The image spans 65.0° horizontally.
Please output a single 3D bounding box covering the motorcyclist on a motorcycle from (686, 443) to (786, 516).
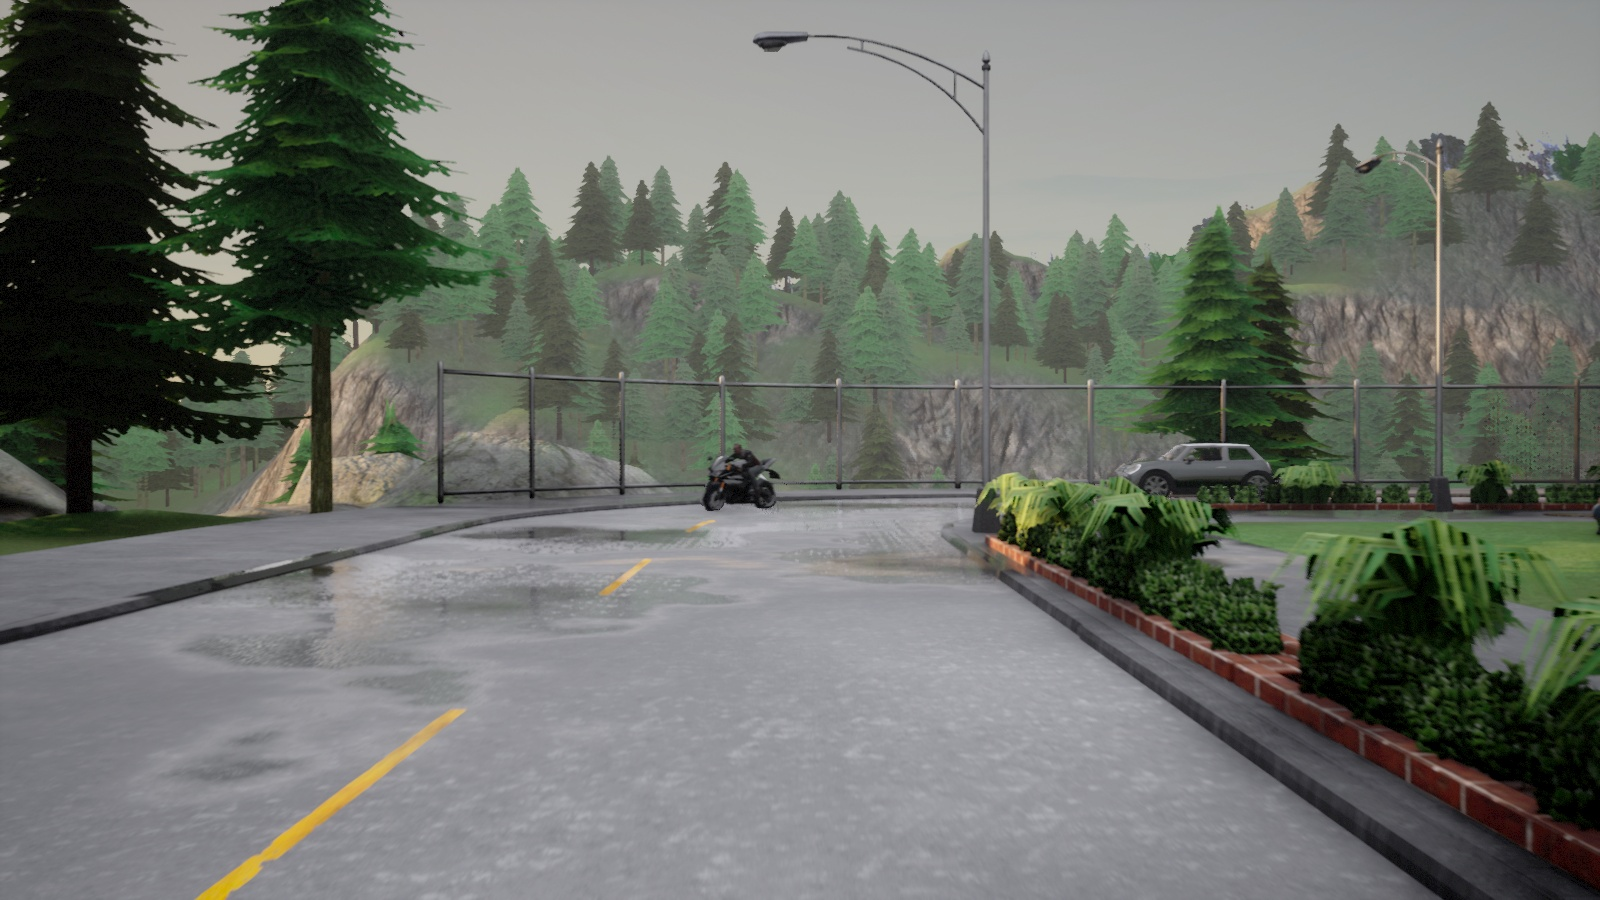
[{"bbox_3d":[-1.399,0.625,27.862,0.866,1.530,2.191,2,1,44],"label":"motorcyclist on a motorcycle"}]

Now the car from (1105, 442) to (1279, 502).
[{"bbox_3d":[9.906,0.540,31.977,3.806,1.475,1.970,0,0,0],"label":"car"}]
